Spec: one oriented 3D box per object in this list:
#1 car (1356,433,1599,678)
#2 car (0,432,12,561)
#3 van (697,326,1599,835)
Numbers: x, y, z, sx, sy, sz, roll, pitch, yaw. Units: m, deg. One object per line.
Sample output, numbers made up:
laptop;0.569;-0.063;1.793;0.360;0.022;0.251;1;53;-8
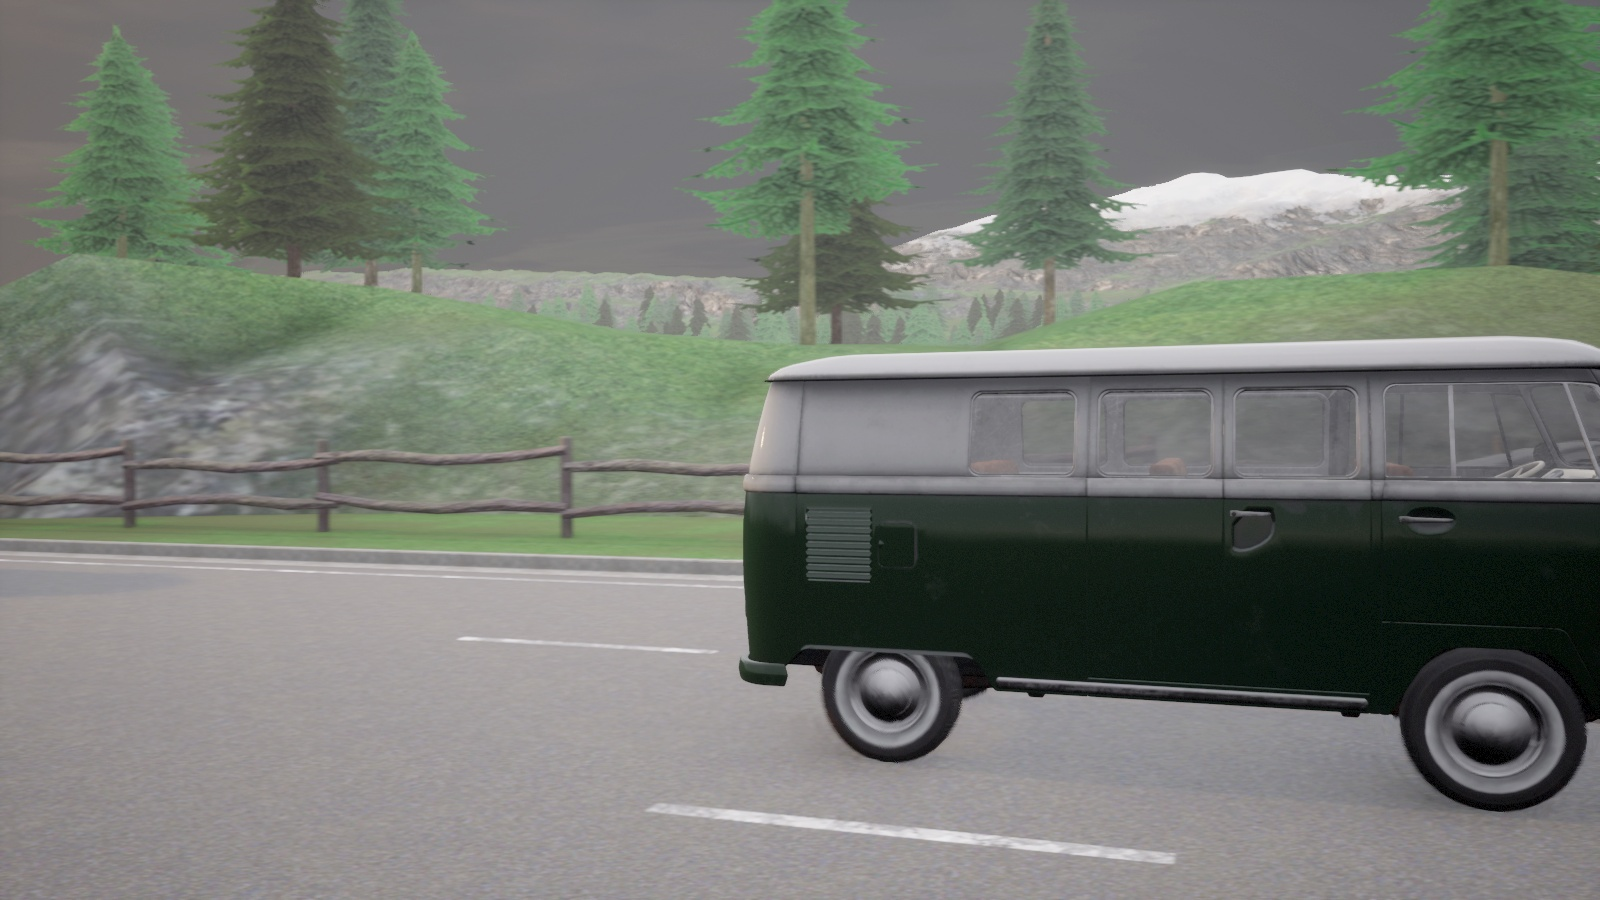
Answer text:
car;6.311;0.655;8.454;4.514;1.525;2.007;0;1;19
car;-11.970;0.545;14.604;4.902;1.511;2.128;0;1;19
van;1.887;0.487;6.247;4.442;1.987;1.775;0;1;19
